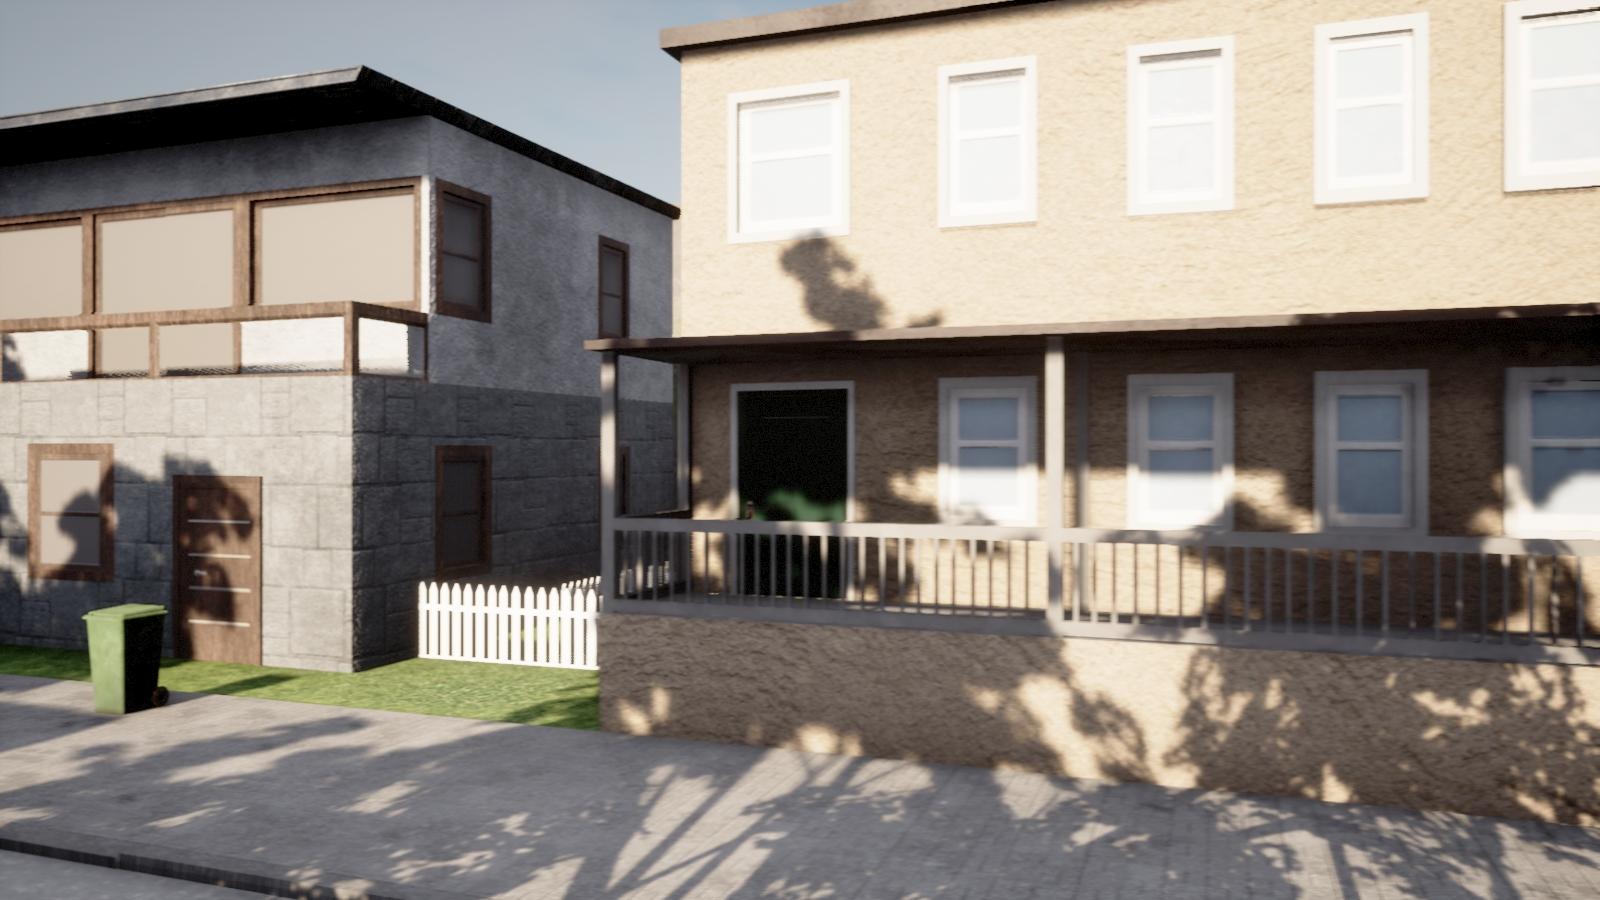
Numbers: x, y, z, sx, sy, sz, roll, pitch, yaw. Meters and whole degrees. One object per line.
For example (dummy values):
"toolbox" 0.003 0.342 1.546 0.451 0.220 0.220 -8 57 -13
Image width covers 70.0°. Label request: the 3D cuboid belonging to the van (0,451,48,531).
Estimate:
"van" -27.075 1.314 35.727 1.988 2.561 5.915 0 0 20
